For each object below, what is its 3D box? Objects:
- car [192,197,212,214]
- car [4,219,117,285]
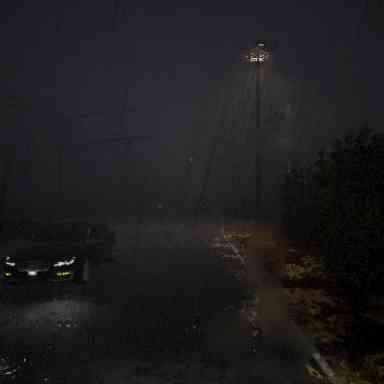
[{"bbox_3d":[1.191,1.552,39.954,2.150,2.045,5.566,0,1,4],"label":"car"},{"bbox_3d":[-3.541,1.600,9.858,1.837,1.490,4.892,0,-1,1],"label":"car"}]
